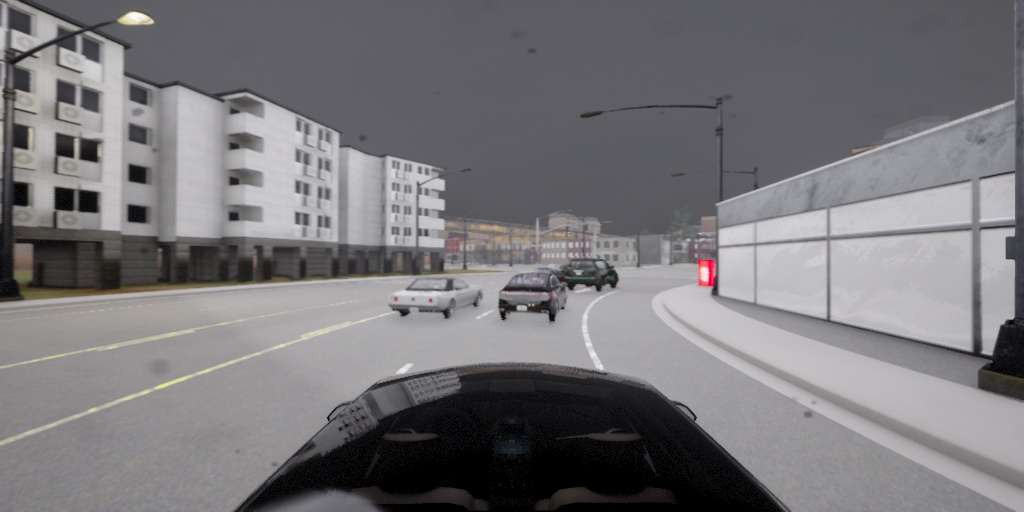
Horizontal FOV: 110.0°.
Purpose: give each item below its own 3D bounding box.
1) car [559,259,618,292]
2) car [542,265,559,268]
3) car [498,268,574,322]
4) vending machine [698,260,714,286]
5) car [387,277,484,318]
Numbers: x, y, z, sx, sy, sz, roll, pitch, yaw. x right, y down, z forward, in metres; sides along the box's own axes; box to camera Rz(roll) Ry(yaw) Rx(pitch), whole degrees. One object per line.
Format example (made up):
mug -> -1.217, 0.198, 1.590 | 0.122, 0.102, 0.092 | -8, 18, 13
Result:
car -> 5.418, 1.197, 24.010 | 2.150, 2.045, 5.566 | 0, -1, 31
car -> 2.578, 1.548, 26.028 | 1.994, 1.385, 4.181 | 0, -1, 32
car -> 0.880, 1.349, 12.947 | 2.128, 1.511, 4.902 | 0, 0, 14
vending machine -> 13.970, 1.241, 25.777 | 1.100, 2.100, 0.880 | 0, 0, 41
car -> -2.589, 1.444, 13.553 | 1.895, 1.301, 4.718 | 0, 0, 13
